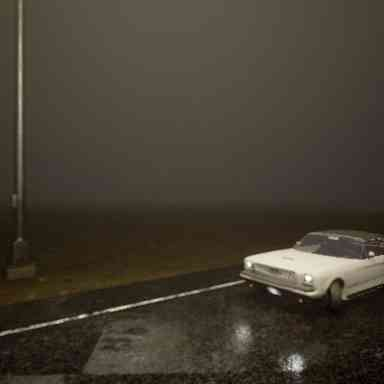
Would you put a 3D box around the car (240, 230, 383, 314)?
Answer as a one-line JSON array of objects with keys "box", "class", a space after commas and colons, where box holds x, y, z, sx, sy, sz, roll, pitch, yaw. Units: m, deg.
[{"box": [3.362, 1.612, 7.741, 4.718, 1.301, 1.895, 0, 0, -36], "class": "car"}]
